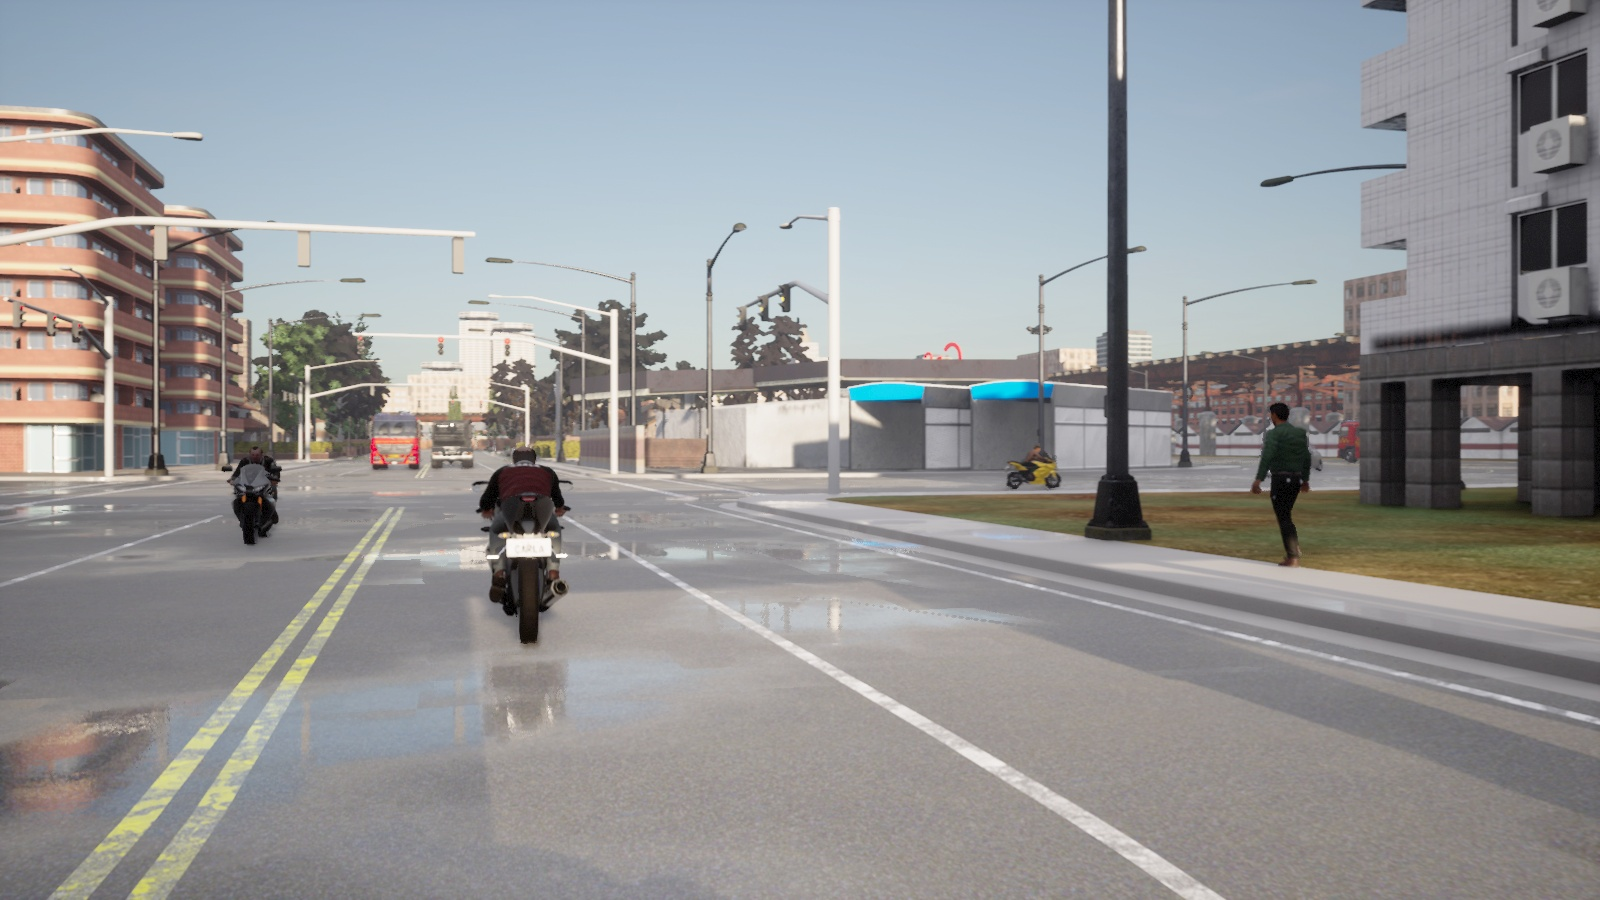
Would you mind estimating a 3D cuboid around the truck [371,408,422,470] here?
[{"bbox_3d":[-26.071,-0.702,81.405,2.891,3.827,8.468,0,0,-16],"label":"truck"}]

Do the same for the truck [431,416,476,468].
[{"bbox_3d":[-24.417,-0.542,88.376,2.891,3.462,7.936,0,0,-16],"label":"truck"}]

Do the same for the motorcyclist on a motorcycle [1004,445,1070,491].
[{"bbox_3d":[7.969,0.590,42.223,2.044,1.523,0.797,0,0,-15],"label":"motorcyclist on a motorcycle"}]

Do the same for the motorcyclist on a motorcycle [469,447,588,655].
[{"bbox_3d":[-2.287,0.746,10.457,0.866,1.530,2.191,0,0,-14],"label":"motorcyclist on a motorcycle"}]

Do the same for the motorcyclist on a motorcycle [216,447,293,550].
[{"bbox_3d":[-8.558,0.712,19.781,0.866,1.530,2.191,0,0,-17],"label":"motorcyclist on a motorcycle"}]

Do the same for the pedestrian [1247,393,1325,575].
[{"bbox_3d":[5.356,0.365,13.865,0.423,1.949,0.788,0,0,-15],"label":"pedestrian"}]

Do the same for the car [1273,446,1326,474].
[{"bbox_3d":[27.905,0.536,70.079,1.845,1.501,3.633,0,0,37],"label":"car"}]
